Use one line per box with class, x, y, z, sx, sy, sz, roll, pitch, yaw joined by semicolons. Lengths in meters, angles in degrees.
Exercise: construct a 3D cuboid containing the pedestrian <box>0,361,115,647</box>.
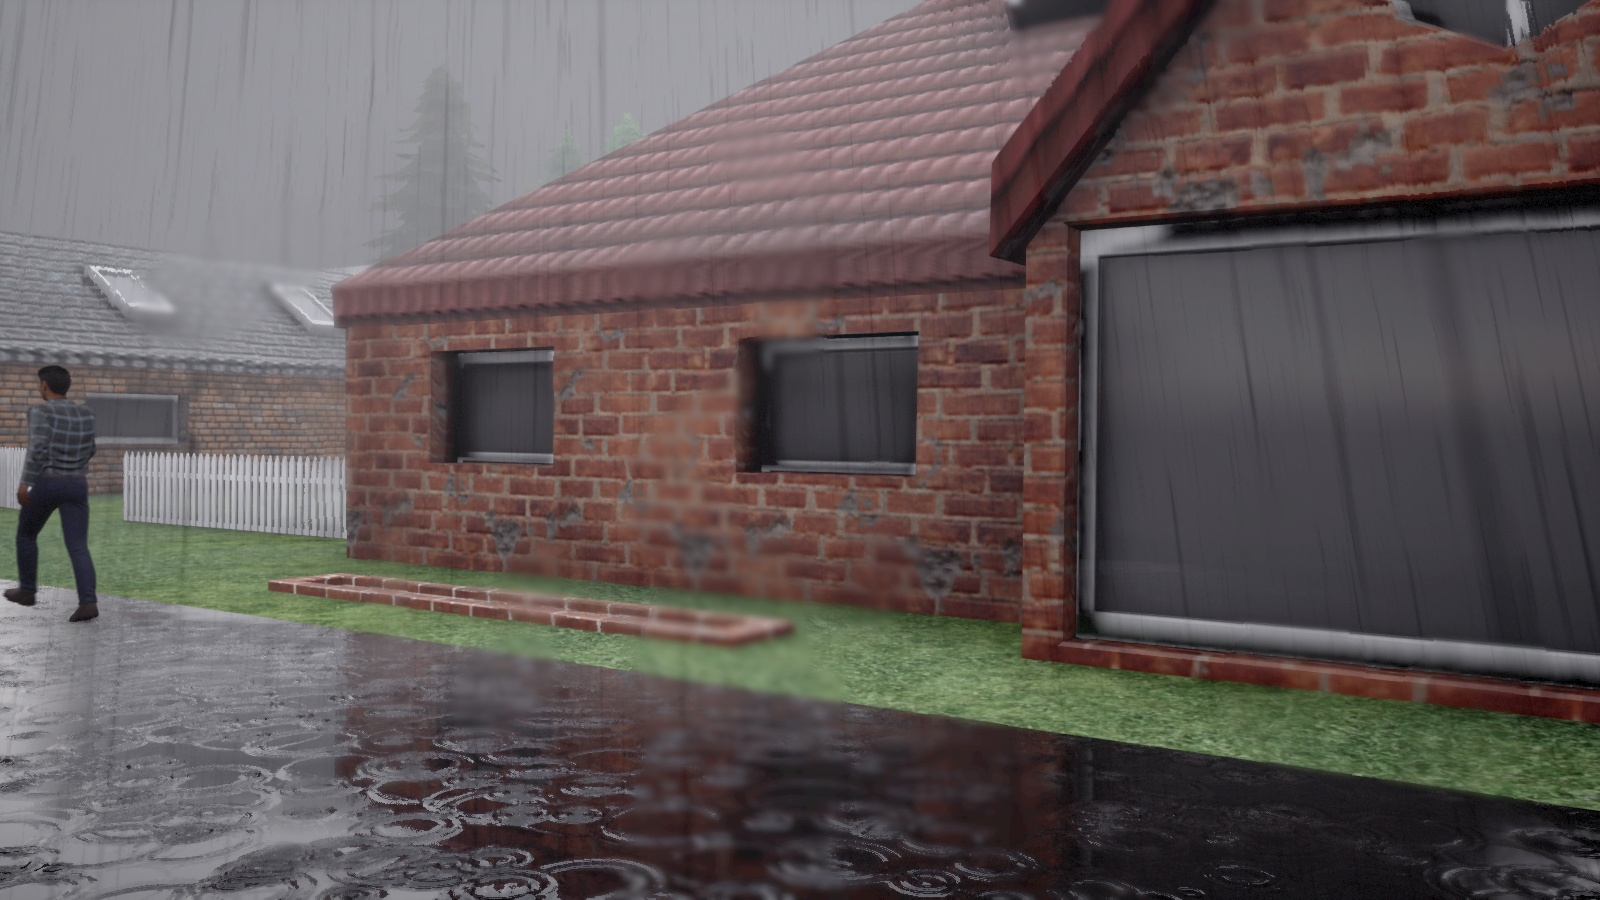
pedestrian;-5.328;0.367;8.942;0.788;1.949;0.423;0;1;31
